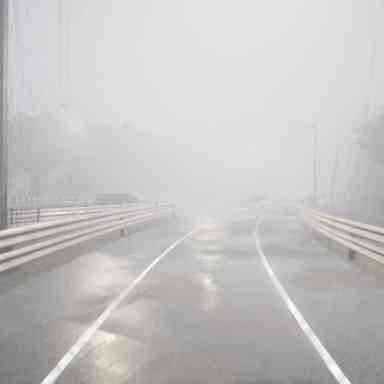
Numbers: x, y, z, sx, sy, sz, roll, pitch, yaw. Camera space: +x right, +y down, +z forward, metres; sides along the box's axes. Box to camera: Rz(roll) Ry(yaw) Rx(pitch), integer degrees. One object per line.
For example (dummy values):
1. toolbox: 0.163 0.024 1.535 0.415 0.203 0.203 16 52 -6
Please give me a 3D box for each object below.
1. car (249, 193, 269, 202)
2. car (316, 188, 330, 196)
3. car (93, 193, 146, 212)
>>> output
1. car: 11.078 0.891 54.612 1.994 1.385 4.181 1 2 38
2. car: 32.113 -0.075 81.797 2.150 2.045 5.566 1 1 38
3. car: -6.717 1.078 31.581 2.150 2.045 5.566 1 2 38
